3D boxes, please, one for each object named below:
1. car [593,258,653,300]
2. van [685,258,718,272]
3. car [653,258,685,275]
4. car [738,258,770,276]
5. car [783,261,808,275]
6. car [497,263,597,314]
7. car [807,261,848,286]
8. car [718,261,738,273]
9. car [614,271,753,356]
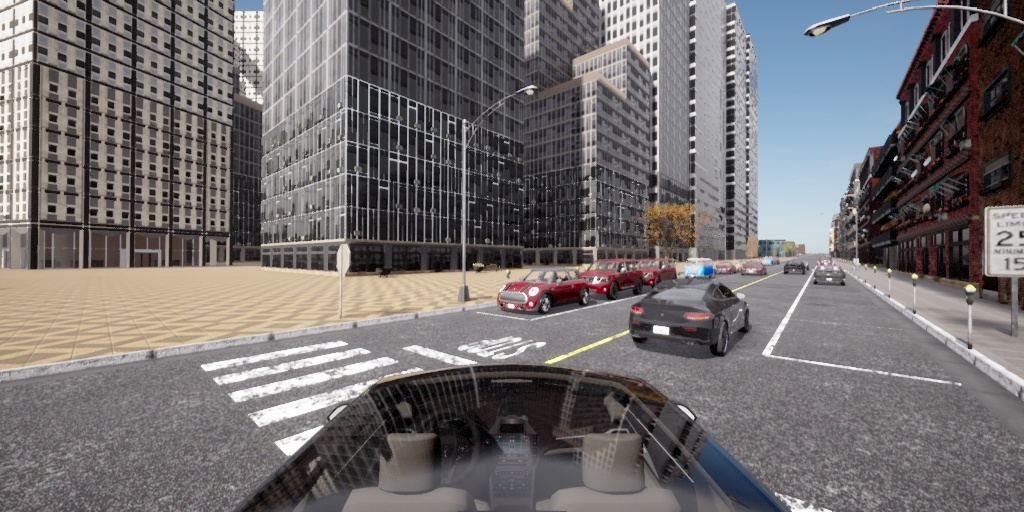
[{"bbox_3d":[4.971,1.066,18.044,2.192,1.841,5.009,0,0,41],"label":"car"},{"bbox_3d":[16.068,1.089,30.844,1.690,1.789,3.998,0,0,41],"label":"van"},{"bbox_3d":[8.670,1.066,22.311,2.192,1.841,5.009,0,0,41],"label":"car"},{"bbox_3d":[25.197,1.266,37.268,1.812,1.442,4.674,0,0,41],"label":"car"},{"bbox_3d":[31.163,1.240,39.437,1.837,1.490,4.892,0,0,41],"label":"car"},{"bbox_3d":[1.273,1.191,13.778,1.967,1.591,4.097,0,0,41],"label":"car"},{"bbox_3d":[22.413,1.298,25.369,2.007,1.370,4.403,0,0,41],"label":"car"},{"bbox_3d":[23.466,1.322,39.377,1.802,1.307,4.207,0,0,41],"label":"car"},{"bbox_3d":[4.405,1.276,8.705,1.812,1.442,4.674,0,0,41],"label":"car"}]
